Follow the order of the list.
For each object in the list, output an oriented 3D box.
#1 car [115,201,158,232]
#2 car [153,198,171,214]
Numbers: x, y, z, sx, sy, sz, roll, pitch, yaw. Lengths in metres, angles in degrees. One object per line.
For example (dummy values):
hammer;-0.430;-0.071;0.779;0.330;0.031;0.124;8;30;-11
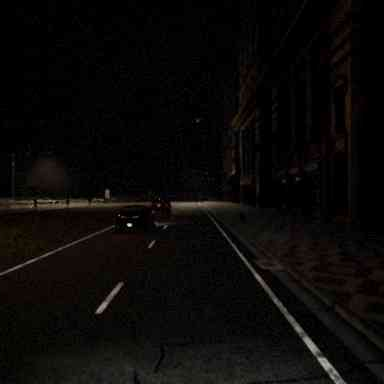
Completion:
car;-3.403;1.551;20.507;1.837;1.490;4.892;0;0;0
car;-3.405;1.472;36.262;2.097;1.767;4.553;0;0;0
